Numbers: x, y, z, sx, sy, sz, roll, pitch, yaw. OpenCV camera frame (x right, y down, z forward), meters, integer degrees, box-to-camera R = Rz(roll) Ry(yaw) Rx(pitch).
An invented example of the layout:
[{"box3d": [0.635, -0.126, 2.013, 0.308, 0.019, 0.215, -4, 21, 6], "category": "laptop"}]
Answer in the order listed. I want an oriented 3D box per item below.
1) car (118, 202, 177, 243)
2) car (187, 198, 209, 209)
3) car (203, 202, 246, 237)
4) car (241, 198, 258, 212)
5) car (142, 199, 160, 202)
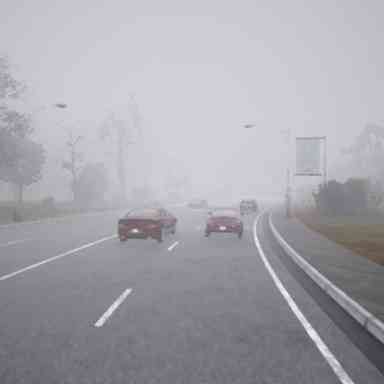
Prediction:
[{"box3d": [-2.002, 1.452, 16.180, 1.882, 1.535, 5.008, 0, 0, 8], "category": "car"}, {"box3d": [0.848, 1.493, 44.721, 2.033, 1.411, 5.357, 0, 0, 17], "category": "car"}, {"box3d": [1.811, 1.515, 17.869, 1.812, 1.442, 4.674, 0, 0, 9], "category": "car"}, {"box3d": [6.616, 1.477, 38.677, 2.128, 1.511, 4.902, 0, 0, 15], "category": "car"}, {"box3d": [-4.727, 1.493, 37.766, 1.994, 1.385, 4.181, 0, 0, 15], "category": "car"}]
